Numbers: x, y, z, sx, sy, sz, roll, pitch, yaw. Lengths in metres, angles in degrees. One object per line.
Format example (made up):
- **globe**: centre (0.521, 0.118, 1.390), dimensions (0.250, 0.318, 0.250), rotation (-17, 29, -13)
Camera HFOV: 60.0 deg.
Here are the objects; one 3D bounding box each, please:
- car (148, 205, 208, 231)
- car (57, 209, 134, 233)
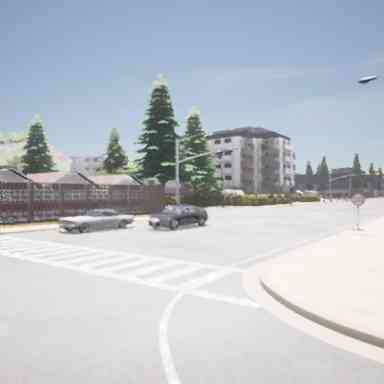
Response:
- **car**: centre (-0.833, 1.643, 22.210), dimensions (2.128, 1.511, 4.902), rotation (-1, 0, 38)
- **car**: centre (-6.032, 1.792, 21.212), dimensions (1.895, 1.301, 4.718), rotation (-1, 0, 38)
